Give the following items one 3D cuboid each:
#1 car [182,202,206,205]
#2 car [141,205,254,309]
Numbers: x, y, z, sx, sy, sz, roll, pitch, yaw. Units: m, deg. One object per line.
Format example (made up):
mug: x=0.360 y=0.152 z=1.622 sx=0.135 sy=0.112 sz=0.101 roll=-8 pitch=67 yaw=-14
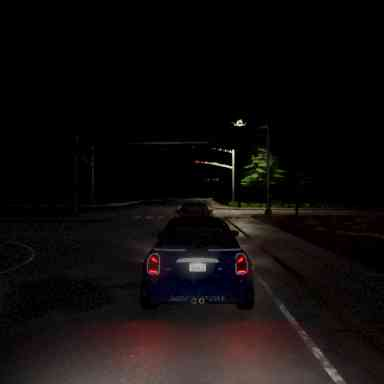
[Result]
car: x=0.104 y=1.343 z=18.120 sx=2.097 sy=1.767 sz=4.553 roll=0 pitch=0 yaw=0
car: x=0.101 y=1.350 z=7.999 sx=2.097 sy=1.767 sz=4.553 roll=0 pitch=0 yaw=0
